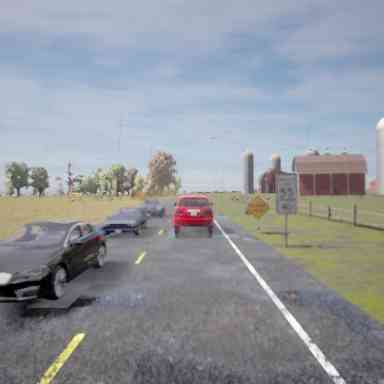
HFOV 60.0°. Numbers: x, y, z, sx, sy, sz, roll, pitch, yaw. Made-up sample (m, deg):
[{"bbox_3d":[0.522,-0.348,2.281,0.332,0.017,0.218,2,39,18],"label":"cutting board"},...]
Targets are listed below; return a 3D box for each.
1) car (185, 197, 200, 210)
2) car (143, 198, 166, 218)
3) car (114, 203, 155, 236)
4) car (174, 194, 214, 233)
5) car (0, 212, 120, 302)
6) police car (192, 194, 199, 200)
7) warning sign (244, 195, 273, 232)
[{"bbox_3d":[0.041,1.512,43.670,1.837,1.490,4.892,0,0,1],"label":"car"},{"bbox_3d":[-3.591,1.361,30.219,2.097,1.767,4.553,0,0,0],"label":"car"},{"bbox_3d":[-3.599,1.555,18.932,2.033,1.411,5.357,0,0,0],"label":"car"},{"bbox_3d":[0.095,1.228,19.952,2.150,2.045,5.566,0,0,0],"label":"car"},{"bbox_3d":[-3.588,1.496,8.451,2.128,1.511,4.902,0,0,2],"label":"car"},{"bbox_3d":[1.035,1.392,92.906,1.930,1.638,5.238,0,0,0],"label":"police car"},{"bbox_3d":[3.539,1.121,17.803,1.300,1.860,1.060,0,0,0],"label":"warning sign"}]
